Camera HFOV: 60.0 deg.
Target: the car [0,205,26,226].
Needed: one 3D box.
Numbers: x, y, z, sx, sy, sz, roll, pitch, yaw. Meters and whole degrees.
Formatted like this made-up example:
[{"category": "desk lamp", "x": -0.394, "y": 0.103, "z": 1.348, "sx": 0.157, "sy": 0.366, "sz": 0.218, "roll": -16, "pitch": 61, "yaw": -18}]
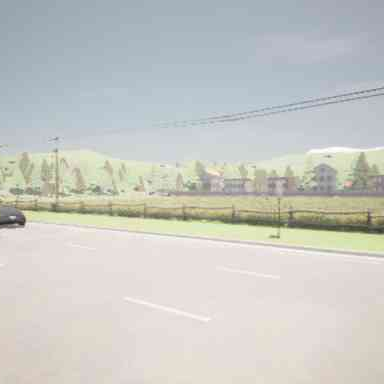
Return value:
[{"category": "car", "x": -12.622, "y": 1.523, "z": 21.601, "sx": 4.181, "sy": 1.385, "sz": 1.994, "roll": 0, "pitch": 0, "yaw": 35}]
